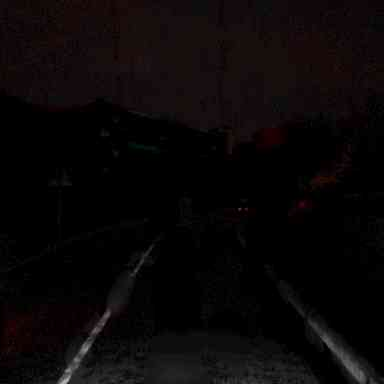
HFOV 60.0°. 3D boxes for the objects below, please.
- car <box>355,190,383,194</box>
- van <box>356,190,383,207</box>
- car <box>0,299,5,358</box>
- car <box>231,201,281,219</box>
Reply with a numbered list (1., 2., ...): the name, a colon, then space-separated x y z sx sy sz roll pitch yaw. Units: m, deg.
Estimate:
1. car: 19.179 0.902 34.088 5.566 2.045 2.150 -3 -1 -13
2. van: 23.605 0.830 42.838 1.878 1.987 4.442 -3 -1 -12
3. car: -3.077 1.510 1.895 1.837 1.490 4.892 0 1 0
4. car: 5.351 1.412 27.474 2.033 1.411 5.357 -1 -2 42
